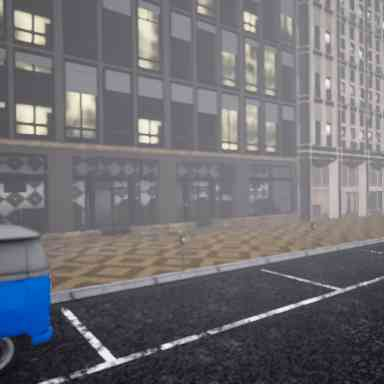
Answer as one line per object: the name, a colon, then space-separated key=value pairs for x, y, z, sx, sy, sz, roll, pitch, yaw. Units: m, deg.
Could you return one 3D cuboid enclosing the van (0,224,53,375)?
van: x=-3.749 y=1.343 z=3.862 sx=3.998 sy=1.788 sz=1.690 roll=0 pitch=-1 yaw=-36
